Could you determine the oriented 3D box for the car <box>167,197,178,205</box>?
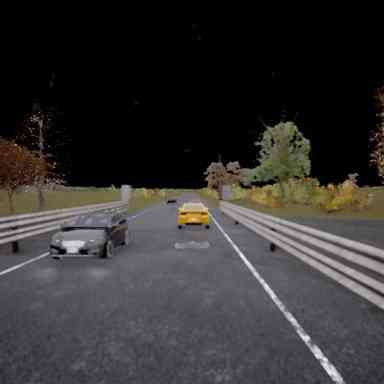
[{"bbox_3d":[-3.511,1.579,59.857,1.895,1.301,4.718,0,0,1],"label":"car"}]

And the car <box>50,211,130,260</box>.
[{"bbox_3d":[-3.596,1.488,12.459,2.128,1.511,4.902,0,0,0],"label":"car"}]

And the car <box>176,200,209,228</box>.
[{"bbox_3d":[0.107,1.470,22.159,1.882,1.535,5.008,0,0,0],"label":"car"}]

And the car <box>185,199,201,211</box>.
[{"bbox_3d":[0.119,1.585,41.481,1.895,1.301,4.718,0,0,0],"label":"car"}]
